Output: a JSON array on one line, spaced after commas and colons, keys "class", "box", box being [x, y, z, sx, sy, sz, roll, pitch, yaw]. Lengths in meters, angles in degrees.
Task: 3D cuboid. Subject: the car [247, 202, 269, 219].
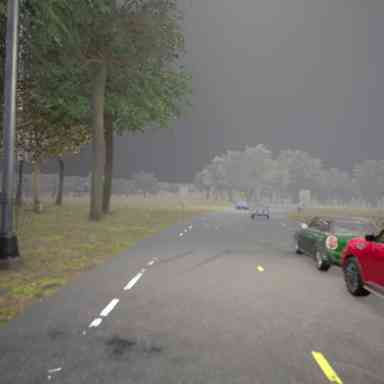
[{"class": "car", "box": [7.402, 2.105, 36.191, 2.033, 1.411, 5.357, 1, -1, 11]}]

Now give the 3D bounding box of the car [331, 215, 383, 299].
[{"class": "car", "box": [4.684, 1.399, 5.950, 2.150, 2.045, 5.566, 1, -1, 3]}]

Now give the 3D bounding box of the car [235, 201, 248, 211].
[{"class": "car", "box": [8.541, 2.324, 56.116, 1.882, 1.535, 5.008, 1, -1, 16]}]

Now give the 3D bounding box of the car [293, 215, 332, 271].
[{"class": "car", "box": [5.065, 1.590, 11.803, 2.097, 1.767, 4.553, 1, -1, 5]}]
